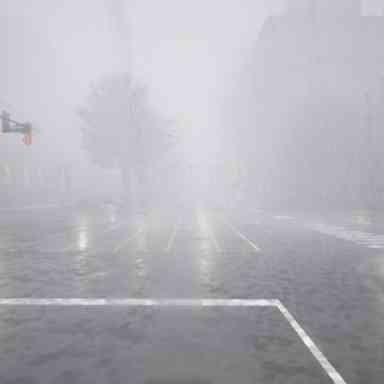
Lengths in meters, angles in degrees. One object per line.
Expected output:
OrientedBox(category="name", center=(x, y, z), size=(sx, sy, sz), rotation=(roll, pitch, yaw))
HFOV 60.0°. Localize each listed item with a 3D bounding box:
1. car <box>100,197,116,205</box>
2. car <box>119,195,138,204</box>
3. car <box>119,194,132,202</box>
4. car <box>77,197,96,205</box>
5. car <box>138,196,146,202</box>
OrientedBox(category="car", center=(-15.133, 1.574, 60.095), size=(1.994, 1.385, 4.181), rotation=(0, 0, 0))
OrientedBox(category="car", center=(-11.635, 1.488, 60.023), size=(1.882, 1.535, 5.008), rotation=(0, 0, 0))
OrientedBox(category="car", center=(-15.085, 1.368, 75.563), size=(2.097, 1.767, 4.553), rotation=(0, 0, 0))
OrientedBox(category="car", center=(-18.315, 1.605, 57.879), size=(1.895, 1.301, 4.718), rotation=(0, 0, 0))
OrientedBox(category="car", center=(-11.585, 1.608, 75.419), size=(1.895, 1.301, 4.718), rotation=(0, 0, 0))
